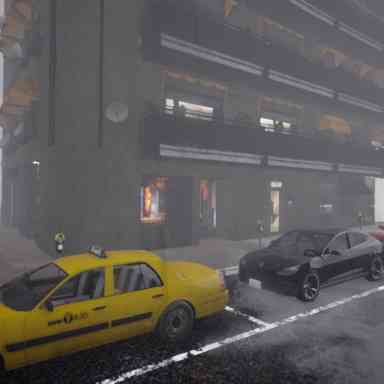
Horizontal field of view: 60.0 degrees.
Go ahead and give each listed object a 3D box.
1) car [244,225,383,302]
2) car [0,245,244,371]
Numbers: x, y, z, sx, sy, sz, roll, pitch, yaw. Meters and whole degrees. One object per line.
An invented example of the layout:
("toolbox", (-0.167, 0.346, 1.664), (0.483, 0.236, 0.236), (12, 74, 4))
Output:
("car", (3.115, 1.567, 8.291), (4.313, 1.339, 1.947), (0, 1, -35))
("car", (-1.647, 1.526, 4.909), (4.829, 1.417, 1.752), (0, 1, -35))
